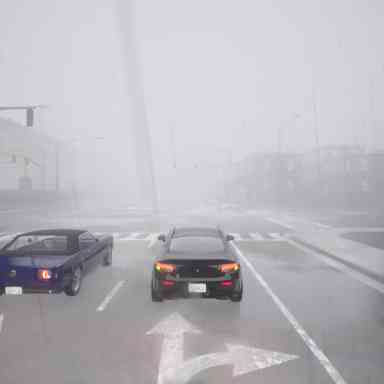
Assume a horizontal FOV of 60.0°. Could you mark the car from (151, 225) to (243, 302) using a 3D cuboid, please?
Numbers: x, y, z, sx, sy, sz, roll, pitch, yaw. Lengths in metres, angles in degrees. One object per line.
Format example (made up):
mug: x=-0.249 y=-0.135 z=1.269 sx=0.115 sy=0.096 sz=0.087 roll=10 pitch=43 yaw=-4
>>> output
car: x=0.100 y=1.526 z=8.158 sx=1.812 sy=1.442 sz=4.674 roll=0 pitch=0 yaw=0

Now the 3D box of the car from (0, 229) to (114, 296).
car: x=-3.398 y=1.601 z=8.591 sx=1.895 sy=1.301 sz=4.718 roll=0 pitch=0 yaw=0
